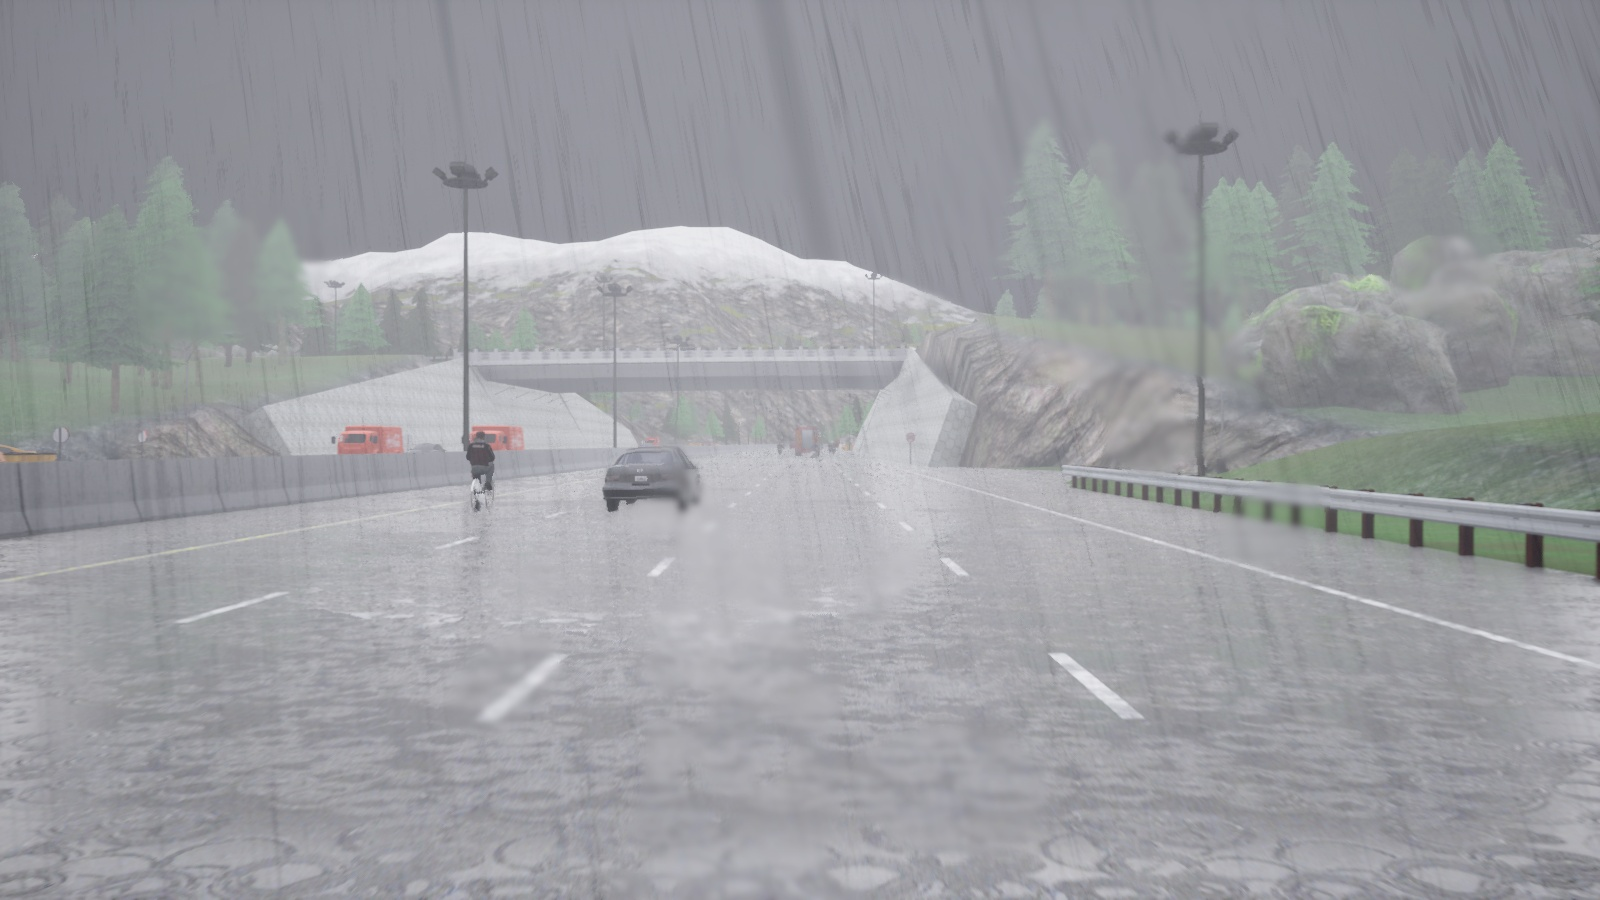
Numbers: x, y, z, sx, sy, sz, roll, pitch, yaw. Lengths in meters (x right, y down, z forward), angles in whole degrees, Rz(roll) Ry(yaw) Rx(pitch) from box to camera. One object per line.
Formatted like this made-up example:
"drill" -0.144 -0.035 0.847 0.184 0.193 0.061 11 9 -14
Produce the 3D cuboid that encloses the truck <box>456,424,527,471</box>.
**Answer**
"truck" -17.086 -0.148 69.916 2.627 2.467 5.204 0 0 0

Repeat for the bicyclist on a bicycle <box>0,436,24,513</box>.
"bicyclist on a bicycle" -17.329 0.519 26.566 0.866 1.612 1.509 0 0 1

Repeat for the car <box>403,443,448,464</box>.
"car" -27.460 0.209 92.207 1.837 1.490 4.892 0 0 0

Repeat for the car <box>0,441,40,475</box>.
"car" -37.729 0.371 57.207 1.882 1.535 5.008 0 0 35

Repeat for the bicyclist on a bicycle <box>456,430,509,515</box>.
"bicyclist on a bicycle" -6.831 0.459 27.070 0.659 1.776 1.843 0 1 0

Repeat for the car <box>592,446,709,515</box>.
"car" -3.320 0.628 28.894 2.033 1.411 5.357 0 0 0

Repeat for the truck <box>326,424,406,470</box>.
"truck" -24.086 -0.154 69.949 2.627 2.467 5.204 0 0 0
